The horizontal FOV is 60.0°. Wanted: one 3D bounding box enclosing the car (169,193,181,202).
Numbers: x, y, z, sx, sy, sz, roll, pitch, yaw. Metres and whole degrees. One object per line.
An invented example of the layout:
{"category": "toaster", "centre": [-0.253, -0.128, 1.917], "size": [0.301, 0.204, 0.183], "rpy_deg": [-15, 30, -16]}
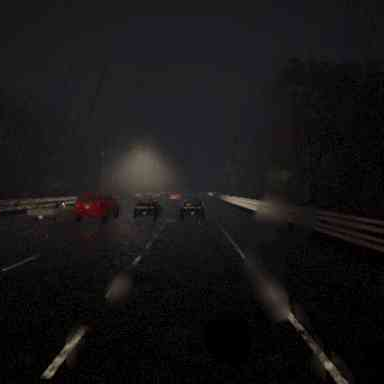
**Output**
{"category": "car", "centre": [-3.319, 0.937, 65.481], "size": [2.097, 1.767, 4.553], "rpy_deg": [0, 0, 0]}

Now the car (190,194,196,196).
{"category": "car", "centre": [0.177, 1.154, 64.568], "size": [1.994, 1.385, 4.181], "rpy_deg": [0, 0, 0]}

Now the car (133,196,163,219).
{"category": "car", "centre": [-3.449, 1.320, 26.693], "size": [2.128, 1.511, 4.902], "rpy_deg": [0, 1, 0]}

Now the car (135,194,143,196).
{"category": "car", "centre": [-10.332, 1.134, 65.154], "size": [2.033, 1.411, 5.357], "rpy_deg": [0, 0, 1]}

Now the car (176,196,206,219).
{"category": "car", "centre": [0.051, 1.320, 26.703], "size": [2.128, 1.511, 4.902], "rpy_deg": [0, 1, 0]}

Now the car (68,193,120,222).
{"category": "car", "centre": [-6.962, 1.062, 24.874], "size": [2.150, 2.045, 5.566], "rpy_deg": [0, 1, 1]}

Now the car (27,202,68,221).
{"category": "car", "centre": [-10.462, 1.436, 25.200], "size": [1.895, 1.301, 4.718], "rpy_deg": [0, 0, 0]}

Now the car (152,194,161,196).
{"category": "car", "centre": [-6.817, 1.080, 64.778], "size": [2.128, 1.511, 4.902], "rpy_deg": [0, 0, 1]}
